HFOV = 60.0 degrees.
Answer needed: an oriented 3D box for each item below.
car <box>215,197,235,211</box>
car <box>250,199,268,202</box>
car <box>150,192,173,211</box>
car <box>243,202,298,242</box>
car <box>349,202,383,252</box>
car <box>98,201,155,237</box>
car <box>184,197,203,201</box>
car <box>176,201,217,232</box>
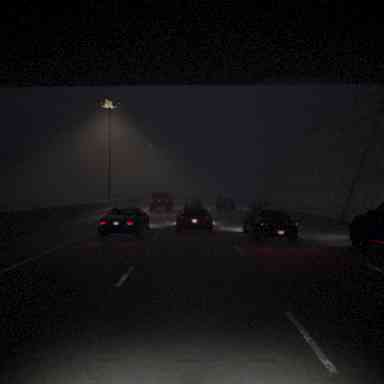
[{"bbox_3d":[3.665,1.261,37.364,2.128,1.511,4.902,0,0,0],"label":"car"},{"bbox_3d":[7.161,1.380,35.868,1.895,1.301,4.718,0,0,0],"label":"car"},{"bbox_3d":[-3.338,0.996,36.497,2.150,2.045,5.566,0,0,0],"label":"car"},{"bbox_3d":[3.612,1.428,15.782,1.812,1.442,4.674,0,0,0],"label":"car"},{"bbox_3d":[7.116,1.157,10.417,2.150,2.045,5.566,0,0,0],"label":"car"},{"bbox_3d":[-3.373,1.440,17.292,2.033,1.411,5.357,0,0,0],"label":"car"},{"bbox_3d":[0.165,1.261,37.368,2.128,1.511,4.902,0,0,0],"label":"car"},{"bbox_3d":[0.131,1.446,19.000,1.994,1.385,4.181,0,0,0],"label":"car"}]
